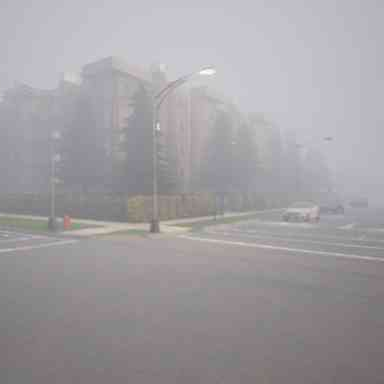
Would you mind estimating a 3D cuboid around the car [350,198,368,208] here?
[{"bbox_3d":[24.566,1.540,48.762,2.033,1.411,5.357,0,0,36],"label":"car"}]

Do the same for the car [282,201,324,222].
[{"bbox_3d":[8.674,1.518,26.226,1.812,1.442,4.674,0,0,35],"label":"car"}]

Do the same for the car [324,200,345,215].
[{"bbox_3d":[14.333,1.518,34.279,1.812,1.442,4.674,0,0,35],"label":"car"}]
